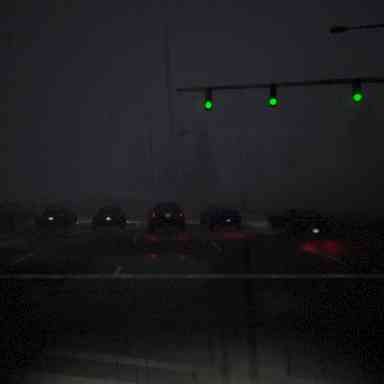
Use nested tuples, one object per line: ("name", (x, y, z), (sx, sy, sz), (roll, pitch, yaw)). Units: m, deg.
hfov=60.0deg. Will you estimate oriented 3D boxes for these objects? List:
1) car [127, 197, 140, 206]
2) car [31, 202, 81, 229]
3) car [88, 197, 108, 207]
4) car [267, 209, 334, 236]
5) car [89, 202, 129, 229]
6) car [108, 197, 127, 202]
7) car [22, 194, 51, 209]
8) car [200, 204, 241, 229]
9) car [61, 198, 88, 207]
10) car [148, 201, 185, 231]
("car", (-10.592, 1.548, 55.079), (5.008, 1.535, 1.882), (0, 0, 43))
("car", (-9.004, 1.601, 22.315), (1.994, 1.385, 4.181), (0, 0, -11))
("car", (-15.083, 1.551, 49.653), (5.008, 1.535, 1.882), (0, 0, 45))
("car", (5.792, 1.607, 18.504), (1.895, 1.301, 4.718), (0, 0, -7))
("car", (-5.400, 1.594, 22.095), (1.994, 1.385, 4.181), (0, 0, -10))
("car", (-12.983, 1.565, 52.509), (4.902, 1.511, 2.128), (0, 0, 43))
("car", (-21.626, 1.307, 46.247), (5.566, 2.045, 2.150), (0, 0, 42))
("car", (1.748, 1.494, 21.789), (1.882, 1.535, 5.008), (0, 0, -8))
("car", (-17.250, 1.623, 46.879), (2.033, 1.411, 5.357), (0, 0, -44))
("car", (-1.692, 1.375, 21.088), (2.097, 1.767, 4.553), (0, 0, -8))
